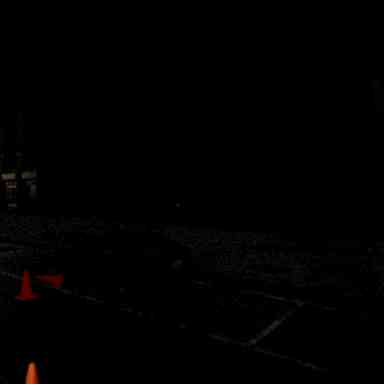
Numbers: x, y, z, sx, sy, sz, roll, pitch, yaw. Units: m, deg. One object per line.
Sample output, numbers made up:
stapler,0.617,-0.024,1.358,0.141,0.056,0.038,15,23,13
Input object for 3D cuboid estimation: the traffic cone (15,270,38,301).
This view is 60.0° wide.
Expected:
traffic cone,-3.609,2.006,7.258,0.340,0.580,0.340,0,0,37

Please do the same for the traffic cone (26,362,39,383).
traffic cone,-1.576,1.980,3.276,0.340,0.580,0.340,0,-1,36

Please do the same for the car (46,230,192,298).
car,-1.988,1.637,8.603,4.313,1.339,1.947,0,-1,36
